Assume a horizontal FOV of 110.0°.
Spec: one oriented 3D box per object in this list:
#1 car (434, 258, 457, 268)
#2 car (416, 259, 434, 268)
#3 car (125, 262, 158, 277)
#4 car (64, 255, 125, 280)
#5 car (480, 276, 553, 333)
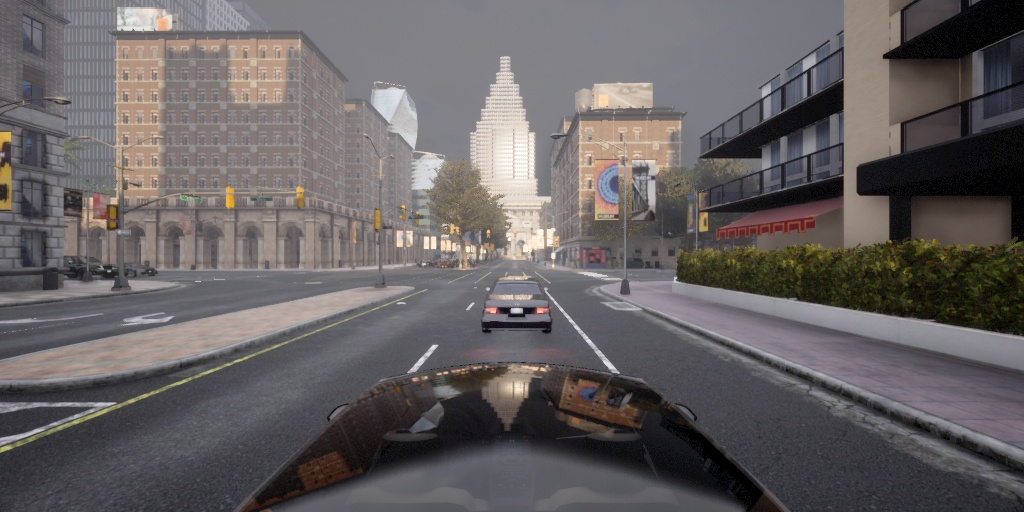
[{"bbox_3d":[-11.065,1.102,59.635,2.097,1.767,4.553,0,0,1],"label":"car"},{"bbox_3d":[-14.535,1.242,61.520,2.128,1.511,4.902,0,0,1],"label":"car"},{"bbox_3d":[-36.838,1.314,34.530,4.181,1.385,1.994,0,0,0],"label":"car"},{"bbox_3d":[-37.615,0.971,31.029,5.566,2.045,2.150,0,0,0],"label":"car"},{"bbox_3d":[0.143,1.297,10.709,2.033,1.411,5.357,0,0,1],"label":"car"}]
